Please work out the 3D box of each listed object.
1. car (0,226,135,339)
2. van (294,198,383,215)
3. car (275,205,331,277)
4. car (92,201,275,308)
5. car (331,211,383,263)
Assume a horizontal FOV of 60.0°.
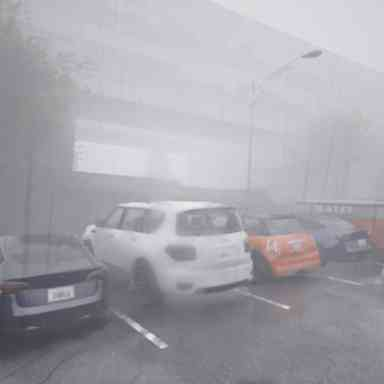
[{"bbox_3d":[-3.237,1.511,6.694,2.163,1.488,4.792,0,0,-35],"label":"car"},{"bbox_3d":[5.810,1.266,13.254,1.878,1.987,4.442,0,0,-36],"label":"van"},{"bbox_3d":[1.347,1.361,9.889,2.185,1.767,4.553,0,0,-36],"label":"car"},{"bbox_3d":[-0.963,1.233,8.314,2.435,2.045,5.566,0,0,-35],"label":"car"},{"bbox_3d":[3.585,1.519,11.559,2.163,1.488,4.792,0,0,-35],"label":"car"}]
